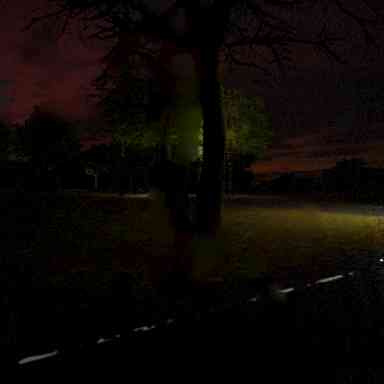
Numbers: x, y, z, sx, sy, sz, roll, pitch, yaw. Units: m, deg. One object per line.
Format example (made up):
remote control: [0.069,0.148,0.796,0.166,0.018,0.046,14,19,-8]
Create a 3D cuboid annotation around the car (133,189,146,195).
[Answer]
car: [-11.998,-0.082,75.596,1.994,1.385,4.181,-1,2,-29]
